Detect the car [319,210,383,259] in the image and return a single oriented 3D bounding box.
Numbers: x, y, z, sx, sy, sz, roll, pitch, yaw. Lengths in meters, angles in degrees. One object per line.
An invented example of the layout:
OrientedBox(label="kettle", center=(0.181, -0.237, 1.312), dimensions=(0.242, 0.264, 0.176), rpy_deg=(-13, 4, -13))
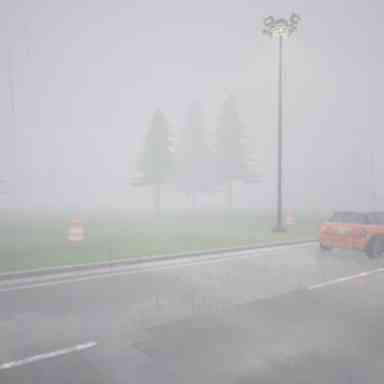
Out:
OrientedBox(label="car", center=(7.222, 1.493, 13.406), dimensions=(4.553, 1.767, 2.097), rpy_deg=(1, -1, -35))
